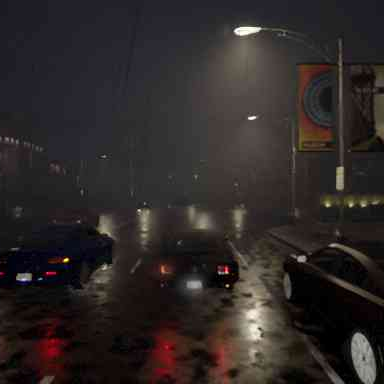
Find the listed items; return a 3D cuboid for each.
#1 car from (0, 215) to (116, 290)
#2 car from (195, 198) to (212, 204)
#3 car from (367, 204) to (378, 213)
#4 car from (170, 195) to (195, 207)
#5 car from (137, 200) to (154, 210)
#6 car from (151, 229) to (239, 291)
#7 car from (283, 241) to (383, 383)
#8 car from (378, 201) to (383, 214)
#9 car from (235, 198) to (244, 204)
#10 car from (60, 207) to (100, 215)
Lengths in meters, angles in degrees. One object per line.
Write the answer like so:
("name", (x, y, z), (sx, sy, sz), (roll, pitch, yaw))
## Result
("car", (-3.427, 1.589, 9.132), (1.812, 1.442, 4.674), (0, 0, 0))
("car", (2.556, 2.067, 77.042), (2.033, 1.411, 5.357), (0, 0, 36))
("car", (23.480, 1.762, 39.517), (4.902, 1.511, 2.128), (0, 0, 0))
("car", (-1.684, 1.639, 61.086), (2.150, 2.045, 5.566), (0, 0, 17))
("car", (-6.927, 1.891, 50.153), (2.033, 1.411, 5.357), (0, 0, 2))
("car", (0.073, 1.665, 9.176), (1.895, 1.301, 4.718), (0, 0, 0))
("car", (2.901, 1.517, 5.285), (2.097, 1.535, 5.008), (0, 0, 0))
("car", (23.373, 1.751, 36.015), (4.892, 1.490, 1.837), (0, 0, 0))
("car", (11.773, 2.049, 76.745), (4.674, 1.442, 1.812), (0, -1, -43))
("car", (-7.095, 1.669, 20.839), (1.812, 1.442, 4.674), (0, 0, 0))
